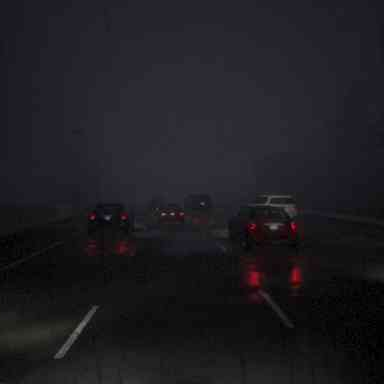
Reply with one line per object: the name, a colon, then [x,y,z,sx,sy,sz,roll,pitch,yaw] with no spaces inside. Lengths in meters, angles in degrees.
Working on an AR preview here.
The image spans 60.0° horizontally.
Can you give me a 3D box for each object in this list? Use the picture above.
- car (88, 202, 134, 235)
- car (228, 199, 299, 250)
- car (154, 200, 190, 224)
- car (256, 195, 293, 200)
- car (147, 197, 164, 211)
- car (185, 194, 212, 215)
car: [-4.496,1.358,19.060,2.097,1.767,4.553,0,0,-5]
car: [2.915,1.348,14.576,2.097,1.767,4.553,0,0,-4]
car: [-1.628,1.549,25.150,2.033,1.411,5.357,0,0,-7]
car: [5.570,1.214,23.859,2.150,2.045,5.566,0,0,-7]
car: [-4.435,1.357,41.542,2.097,1.767,4.553,0,0,-11]
car: [0.551,1.220,34.193,2.150,2.045,5.566,0,0,-10]
